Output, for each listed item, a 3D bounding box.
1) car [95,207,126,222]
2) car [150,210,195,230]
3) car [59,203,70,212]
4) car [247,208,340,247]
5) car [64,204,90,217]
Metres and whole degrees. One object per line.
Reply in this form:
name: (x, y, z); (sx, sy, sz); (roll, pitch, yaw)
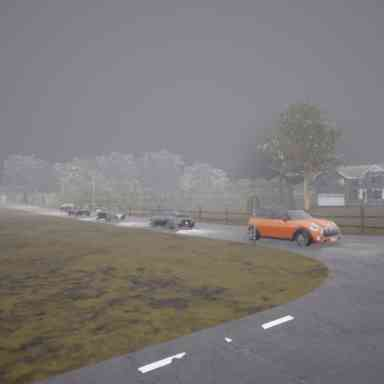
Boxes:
car: (-8.730, 2.305, 35.436); (2.128, 1.511, 4.902); (-1, -1, -36)
car: (-1.567, 2.103, 25.529); (1.994, 1.385, 4.181); (-1, -1, -36)
car: (-21.927, 2.759, 58.691); (1.882, 1.535, 5.008); (-1, -1, -36)
car: (4.904, 1.600, 16.560); (2.097, 1.767, 4.553); (-1, -1, -36)
car: (-15.135, 2.629, 44.338); (1.895, 1.301, 4.718); (-1, -1, -36)
